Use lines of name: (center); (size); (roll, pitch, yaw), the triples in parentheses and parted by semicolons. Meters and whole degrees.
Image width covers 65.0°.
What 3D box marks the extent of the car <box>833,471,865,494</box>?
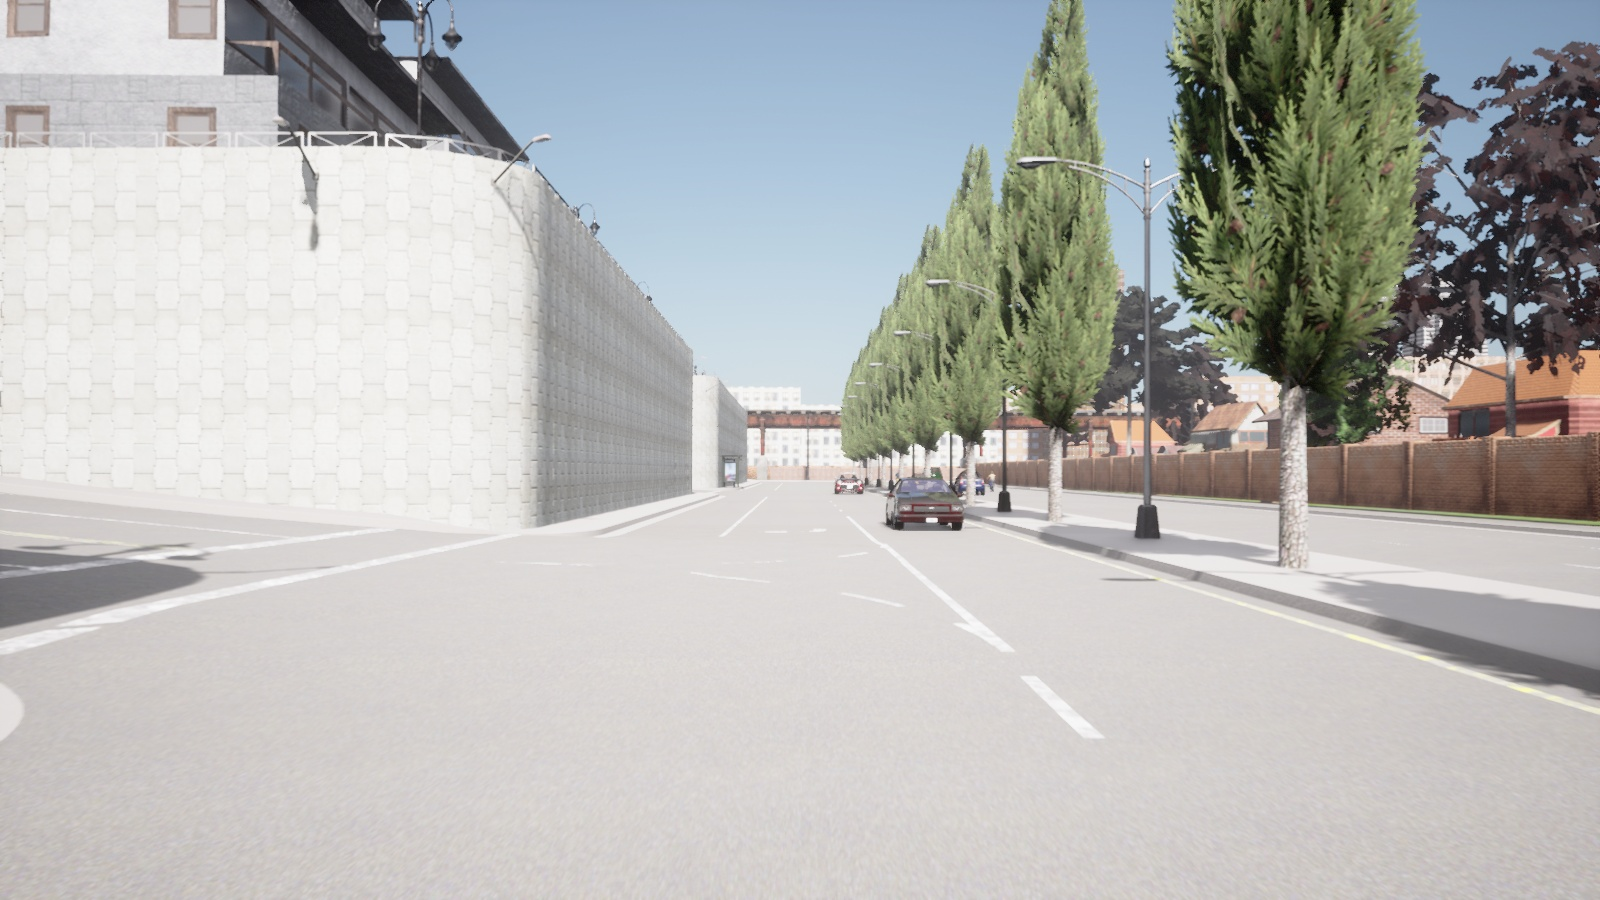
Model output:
car: (3.287, 2.178, 84.648); (1.970, 1.475, 3.806); (0, -1, 0)

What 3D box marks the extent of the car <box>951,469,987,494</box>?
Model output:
car: (11.287, 2.078, 84.235); (1.851, 1.617, 3.988); (0, -1, 0)

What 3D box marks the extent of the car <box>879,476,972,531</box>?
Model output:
car: (3.410, 1.436, 35.080); (2.033, 1.411, 5.357); (0, -1, 0)
